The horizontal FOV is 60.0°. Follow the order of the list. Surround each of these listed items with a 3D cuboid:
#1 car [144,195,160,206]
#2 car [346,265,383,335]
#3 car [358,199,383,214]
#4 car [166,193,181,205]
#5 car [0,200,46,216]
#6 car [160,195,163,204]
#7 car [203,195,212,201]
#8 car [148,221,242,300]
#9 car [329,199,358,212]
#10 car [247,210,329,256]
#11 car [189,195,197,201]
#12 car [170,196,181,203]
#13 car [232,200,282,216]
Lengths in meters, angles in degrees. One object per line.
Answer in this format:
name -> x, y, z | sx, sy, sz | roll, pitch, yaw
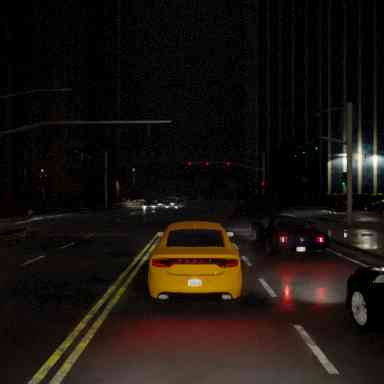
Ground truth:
car -> -6.922, 1.505, 56.100 | 1.837, 1.490, 4.892 | 0, 0, 0
car -> 3.612, 1.505, 3.935 | 1.837, 1.490, 4.892 | 0, 0, 0
car -> 20.950, 1.491, 35.420 | 4.902, 1.511, 2.128 | 0, 0, -1
car -> -3.398, 1.221, 59.044 | 2.150, 2.045, 5.566 | 0, 0, 0
car -> -16.438, 1.478, 31.449 | 5.008, 1.535, 1.882 | 0, 0, 0
car -> -6.846, 1.352, 65.287 | 2.097, 1.767, 4.553 | 0, 0, 1
car -> 3.734, 1.429, 79.593 | 1.837, 1.490, 4.892 | 0, 0, 0
car -> 0.079, 1.478, 8.448 | 1.882, 1.535, 5.008 | 0, 0, 1
car -> 19.036, 1.547, 38.903 | 5.357, 1.411, 2.033 | 0, 0, 0
car -> 3.620, 1.601, 13.206 | 1.895, 1.301, 4.718 | 0, 0, 0
car -> 0.235, 1.367, 80.143 | 1.994, 1.385, 4.181 | 0, 0, 0
car -> -3.307, 1.564, 68.403 | 1.994, 1.385, 4.181 | 0, 0, 1
car -> 6.141, 1.525, 31.610 | 4.674, 1.442, 1.812 | 0, 0, 0
